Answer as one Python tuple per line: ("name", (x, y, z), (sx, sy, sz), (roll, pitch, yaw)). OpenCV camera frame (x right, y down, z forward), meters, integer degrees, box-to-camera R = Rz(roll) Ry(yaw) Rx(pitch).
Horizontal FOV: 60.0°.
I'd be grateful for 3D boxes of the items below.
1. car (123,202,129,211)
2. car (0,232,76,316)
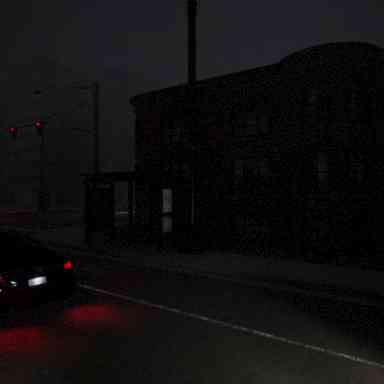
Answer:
("car", (-5.879, 1.352, 38.873), (2.097, 1.767, 4.553), (0, 0, 36))
("car", (-4.388, 1.564, 7.129), (4.181, 1.385, 1.994), (0, 0, 36))
